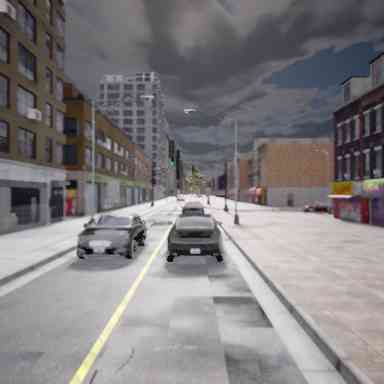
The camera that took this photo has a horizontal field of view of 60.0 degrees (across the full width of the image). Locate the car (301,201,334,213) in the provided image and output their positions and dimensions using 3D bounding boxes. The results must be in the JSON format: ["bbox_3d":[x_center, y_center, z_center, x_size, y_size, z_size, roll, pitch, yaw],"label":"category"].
[{"bbox_3d":[16.368,1.928,43.209,4.097,1.590,1.967,1,-2,0],"label":"car"}]

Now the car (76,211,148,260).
[{"bbox_3d":[-2.849,1.522,12.680,2.128,1.511,4.902,0,0,0],"label":"car"}]

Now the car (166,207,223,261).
[{"bbox_3d":[0.100,1.536,12.461,1.837,1.490,4.892,0,0,0],"label":"car"}]

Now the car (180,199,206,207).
[{"bbox_3d":[0.083,1.570,27.496,1.837,1.490,4.892,0,0,0],"label":"car"}]

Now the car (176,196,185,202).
[{"bbox_3d":[-2.765,1.637,81.739,1.882,1.535,5.008,0,0,0],"label":"car"}]
